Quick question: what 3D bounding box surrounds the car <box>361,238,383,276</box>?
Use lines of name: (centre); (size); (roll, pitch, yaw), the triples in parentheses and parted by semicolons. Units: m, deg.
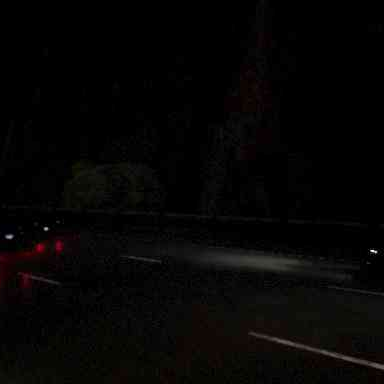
car: (6.715, 1.479, 7.802); (4.902, 1.511, 2.128); (-1, -1, 35)

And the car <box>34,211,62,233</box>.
car: (-9.833, 1.749, 19.599); (4.718, 1.301, 1.895); (0, 0, 35)

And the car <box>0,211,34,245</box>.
car: (-9.343, 1.658, 14.935); (4.674, 1.442, 1.812); (0, 0, 35)
